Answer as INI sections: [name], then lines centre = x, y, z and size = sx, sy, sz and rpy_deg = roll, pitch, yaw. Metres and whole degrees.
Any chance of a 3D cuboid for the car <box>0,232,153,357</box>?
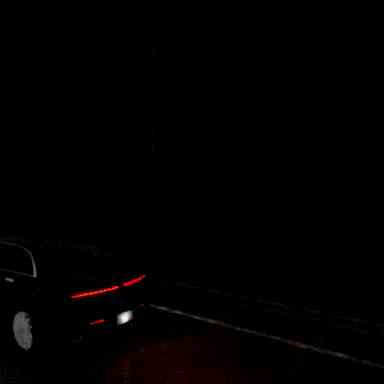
[car]
centre = -2.906, 1.502, 6.068
size = 4.892, 1.490, 1.837
rpy_deg = 0, 0, 36
